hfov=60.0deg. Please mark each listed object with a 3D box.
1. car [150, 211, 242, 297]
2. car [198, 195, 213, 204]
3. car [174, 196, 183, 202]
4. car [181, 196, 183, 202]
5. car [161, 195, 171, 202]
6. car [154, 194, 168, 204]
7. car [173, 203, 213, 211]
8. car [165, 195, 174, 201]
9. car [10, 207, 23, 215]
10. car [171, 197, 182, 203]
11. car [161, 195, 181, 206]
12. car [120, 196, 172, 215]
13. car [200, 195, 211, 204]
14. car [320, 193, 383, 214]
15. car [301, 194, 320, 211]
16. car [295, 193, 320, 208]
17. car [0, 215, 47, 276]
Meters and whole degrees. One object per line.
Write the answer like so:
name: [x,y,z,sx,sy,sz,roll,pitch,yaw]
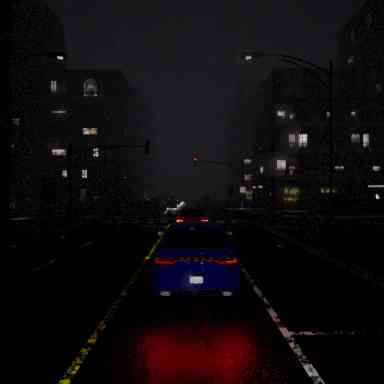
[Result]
car: [0.090,1.477,8.632,1.882,1.535,5.008,0,0,0]
car: [2.598,1.458,57.556,1.967,1.590,4.097,0,0,0]
car: [-3.126,1.621,78.559,1.895,1.301,4.718,0,0,0]
car: [-3.171,1.370,58.712,2.097,1.767,4.553,0,0,0]
car: [-5.809,1.470,74.588,1.967,1.590,4.097,0,0,0]
car: [-5.791,1.336,63.223,2.192,1.841,5.009,0,0,0]
car: [0.070,1.526,17.973,1.812,1.442,4.674,0,0,1]
car: [-5.827,1.480,85.953,1.967,1.590,4.097,0,0,0]
car: [-18.689,1.887,32.091,4.181,1.385,1.994,-1,0,-1]
car: [-3.119,1.626,68.221,1.895,1.301,4.718,0,0,0]
car: [-3.158,1.560,49.230,2.033,1.411,5.357,0,0,-1]
car: [-5.057,1.560,34.852,4.902,1.511,2.128,-1,0,-32]
car: [2.590,1.461,63.238,1.967,1.590,4.097,0,0,0]
car: [14.647,1.029,29.828,5.009,1.841,2.192,-1,1,-1]
car: [14.727,1.205,35.637,4.892,1.490,1.837,-1,0,-1]
car: [14.499,1.015,38.206,5.009,1.841,2.192,-1,1,-1]
car: [-5.756,1.582,9.834,1.802,1.307,4.206,0,0,0]
